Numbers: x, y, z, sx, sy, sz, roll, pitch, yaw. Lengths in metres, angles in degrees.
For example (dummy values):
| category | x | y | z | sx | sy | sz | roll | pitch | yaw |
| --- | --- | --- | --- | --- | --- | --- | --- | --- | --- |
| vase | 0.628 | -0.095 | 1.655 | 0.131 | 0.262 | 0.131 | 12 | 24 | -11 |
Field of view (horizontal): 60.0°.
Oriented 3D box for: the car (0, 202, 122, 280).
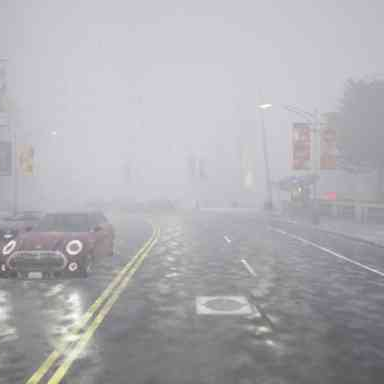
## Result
| category | x | y | z | sx | sy | sz | roll | pitch | yaw |
| --- | --- | --- | --- | --- | --- | --- | --- | --- | --- |
| car | -3.704 | 1.349 | 10.010 | 2.097 | 1.767 | 4.553 | 0 | 0 | -1 |

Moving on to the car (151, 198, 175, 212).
| category | x | y | z | sx | sy | sz | roll | pitch | yaw |
| --- | --- | --- | --- | --- | --- | --- | --- | --- | --- |
| car | -3.729 | 1.495 | 38.937 | 1.837 | 1.490 | 4.892 | 0 | 0 | -31 |

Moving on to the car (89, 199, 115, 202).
| category | x | y | z | sx | sy | sz | roll | pitch | yaw |
| --- | --- | --- | --- | --- | --- | --- | --- | --- | --- |
| car | -12.787 | 1.590 | 44.707 | 4.718 | 1.301 | 1.895 | 0 | 0 | 44 |

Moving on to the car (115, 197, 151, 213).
| category | x | y | z | sx | sy | sz | roll | pitch | yaw |
| --- | --- | --- | --- | --- | --- | --- | --- | --- | --- |
| car | -6.627 | 1.517 | 37.168 | 1.812 | 1.442 | 4.674 | 0 | 0 | -32 |

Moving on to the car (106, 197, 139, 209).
| category | x | y | z | sx | sy | sz | roll | pitch | yaw |
| --- | --- | --- | --- | --- | --- | --- | --- | --- | --- |
| car | -9.822 | 1.480 | 46.637 | 2.128 | 1.511 | 4.902 | 0 | 0 | -45 |
